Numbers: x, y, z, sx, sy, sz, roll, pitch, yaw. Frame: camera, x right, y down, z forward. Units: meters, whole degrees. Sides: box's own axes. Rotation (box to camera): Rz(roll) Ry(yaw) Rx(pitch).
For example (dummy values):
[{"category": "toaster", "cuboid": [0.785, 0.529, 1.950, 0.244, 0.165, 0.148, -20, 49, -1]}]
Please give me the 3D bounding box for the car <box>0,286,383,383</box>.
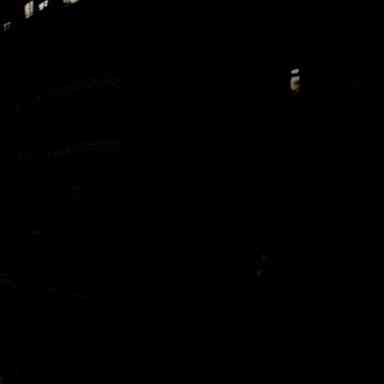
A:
[{"category": "car", "cuboid": [-0.156, 1.580, 2.990, 4.313, 1.339, 1.947, -1, -1, 35]}]
